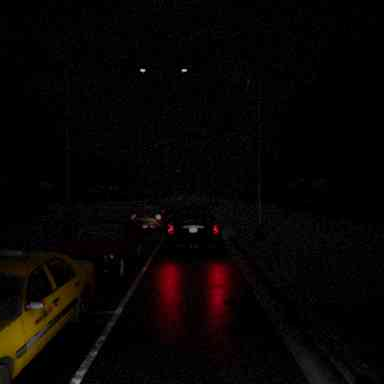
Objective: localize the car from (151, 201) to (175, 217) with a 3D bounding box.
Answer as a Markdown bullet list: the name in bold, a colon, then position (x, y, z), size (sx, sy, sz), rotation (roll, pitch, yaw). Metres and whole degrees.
- **car**: position (-2.664, 1.579, 31.621), size (1.947, 1.339, 4.313), rotation (0, 0, 0)

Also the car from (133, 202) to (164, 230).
- **car**: position (-2.651, 1.444, 20.860), size (1.967, 1.590, 4.097), rotation (1, 0, 0)

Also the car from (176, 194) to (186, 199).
- **car**: position (-2.704, 1.613, 69.221), size (1.752, 1.417, 4.829), rotation (0, 0, 0)

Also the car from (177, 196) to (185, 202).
- **car**: position (-2.717, 1.706, 80.601), size (1.802, 1.307, 4.206), rotation (0, 0, 0)

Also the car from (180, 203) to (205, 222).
- **car**: position (0.034, 1.610, 27.533), size (1.895, 1.301, 4.718), rotation (0, 0, 0)

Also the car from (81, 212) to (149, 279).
- **car**: position (-2.641, 1.544, 10.100), size (1.887, 1.381, 4.507), rotation (1, 0, 0)

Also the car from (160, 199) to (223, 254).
- **car**: position (0.056, 1.351, 13.648), size (2.097, 1.767, 4.553), rotation (0, 0, 0)

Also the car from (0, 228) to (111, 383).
- **car**: position (-2.634, 1.524, 4.550), size (1.752, 1.417, 4.829), rotation (1, 0, 0)
